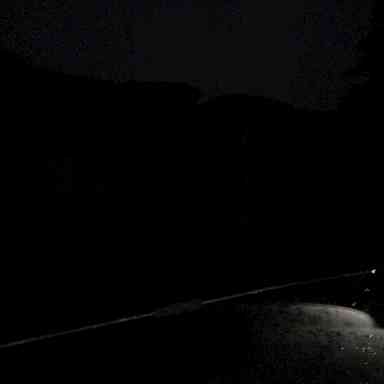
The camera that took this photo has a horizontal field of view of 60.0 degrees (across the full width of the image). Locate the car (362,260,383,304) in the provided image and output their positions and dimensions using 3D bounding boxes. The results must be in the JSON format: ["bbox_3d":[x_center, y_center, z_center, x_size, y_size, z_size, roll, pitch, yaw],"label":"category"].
[{"bbox_3d":[5.494,1.602,6.624,4.181,1.385,1.994,0,0,-24],"label":"car"}]
